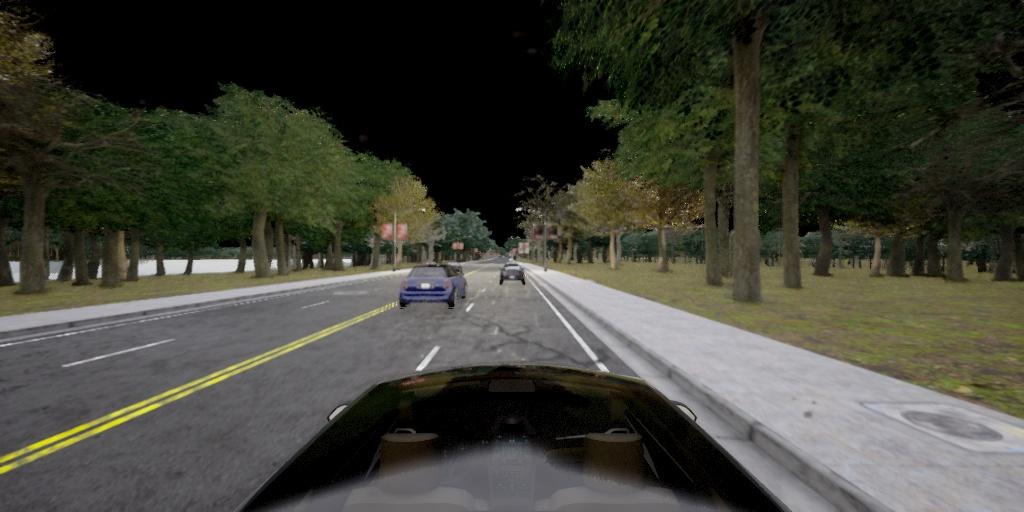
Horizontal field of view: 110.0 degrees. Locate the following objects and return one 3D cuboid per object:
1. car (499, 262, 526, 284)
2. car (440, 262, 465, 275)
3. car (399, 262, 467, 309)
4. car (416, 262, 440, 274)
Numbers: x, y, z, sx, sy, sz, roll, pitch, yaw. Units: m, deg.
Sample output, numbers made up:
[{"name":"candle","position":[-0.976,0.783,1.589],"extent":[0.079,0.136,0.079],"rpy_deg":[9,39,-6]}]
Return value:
[{"name":"car","position":[0.015,1.317,27.275],"extent":[1.812,1.442,4.674],"rpy_deg":[0,0,0]},{"name":"car","position":[-6.769,1.385,41.600],"extent":[2.033,1.411,5.357],"rpy_deg":[0,0,0]},{"name":"car","position":[-3.178,1.118,15.278],"extent":[2.097,1.767,4.553],"rpy_deg":[0,0,0]},{"name":"car","position":[-10.023,1.408,43.074],"extent":[1.994,1.385,4.181],"rpy_deg":[0,0,0]}]
